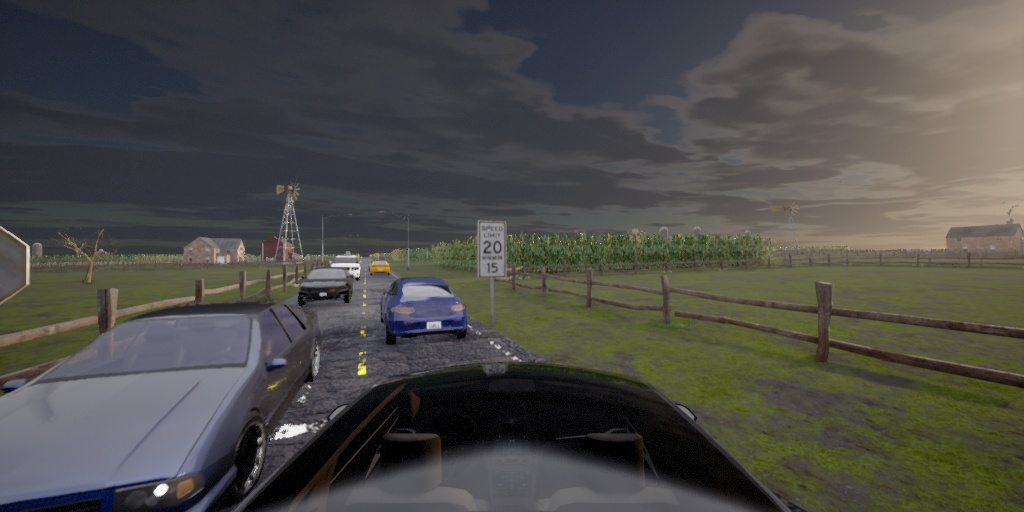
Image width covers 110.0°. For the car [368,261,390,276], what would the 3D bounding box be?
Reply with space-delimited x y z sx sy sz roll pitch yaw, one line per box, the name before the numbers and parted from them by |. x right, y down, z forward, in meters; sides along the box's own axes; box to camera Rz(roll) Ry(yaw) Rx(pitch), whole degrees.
car | -14.140 1.226 38.337 1.882 1.535 5.008 0 0 -21

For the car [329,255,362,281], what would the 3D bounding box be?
car | -13.751 0.970 29.719 2.150 2.045 5.566 0 0 -22

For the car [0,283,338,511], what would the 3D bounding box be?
car | -3.567 1.298 4.249 2.033 1.411 5.357 0 0 -20

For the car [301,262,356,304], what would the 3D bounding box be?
car | -8.287 1.228 16.270 1.882 1.535 5.008 0 0 -22

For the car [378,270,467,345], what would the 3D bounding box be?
car | -2.488 1.276 9.589 1.812 1.442 4.674 0 0 -22
